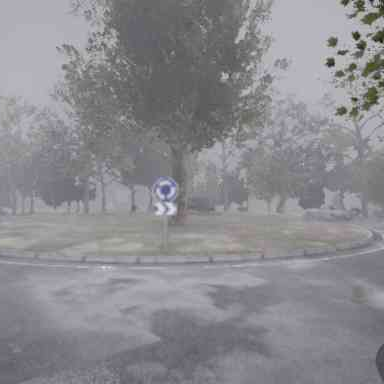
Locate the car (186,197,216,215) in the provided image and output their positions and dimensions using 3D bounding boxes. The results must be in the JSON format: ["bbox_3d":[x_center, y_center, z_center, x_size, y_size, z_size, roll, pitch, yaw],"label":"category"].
[{"bbox_3d":[0.029,1.617,39.815,5.566,2.045,2.150,0,-1,7],"label":"car"}]

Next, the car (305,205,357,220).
[{"bbox_3d":[12.902,1.910,31.407,1.895,1.301,4.718,0,-1,-25],"label":"car"}]
